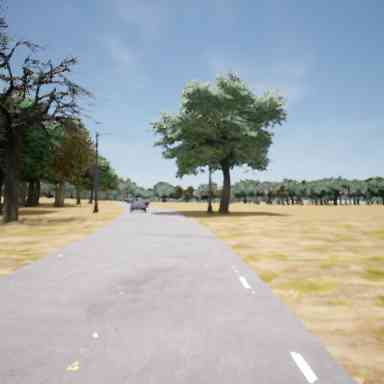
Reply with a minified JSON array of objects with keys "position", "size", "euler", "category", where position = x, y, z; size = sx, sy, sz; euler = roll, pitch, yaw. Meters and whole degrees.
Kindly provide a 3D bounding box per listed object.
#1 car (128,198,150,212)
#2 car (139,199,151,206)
[{"position":[-6.750,1.764,42.013],"size":[1.994,1.385,4.181],"euler":[1,-2,-9],"category":"car"},{"position":[-10.891,2.360,76.958],"size":[1.812,1.442,4.674],"euler":[1,-1,-17],"category":"car"}]
